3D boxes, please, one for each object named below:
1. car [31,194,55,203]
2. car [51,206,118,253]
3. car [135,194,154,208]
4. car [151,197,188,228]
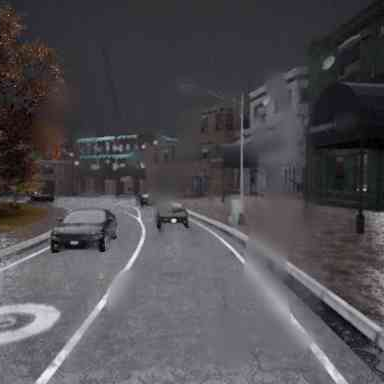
[{"bbox_3d":[-22.910,0.932,51.202,4.718,1.301,1.895,1,3,42],"label":"car"},{"bbox_3d":[-4.138,1.374,13.426,1.882,1.535,5.008,0,1,-6],"label":"car"},{"bbox_3d":[-5.427,0.944,39.012,1.882,1.535,5.008,-1,1,-19],"label":"car"},{"bbox_3d":[-1.381,1.300,20.786,1.837,1.490,4.892,0,1,-9],"label":"car"}]
